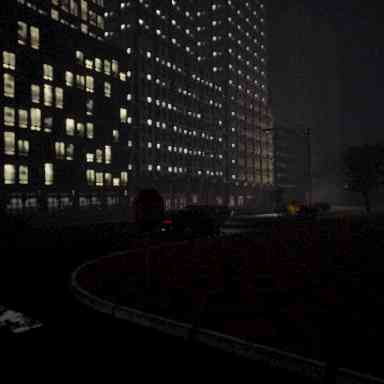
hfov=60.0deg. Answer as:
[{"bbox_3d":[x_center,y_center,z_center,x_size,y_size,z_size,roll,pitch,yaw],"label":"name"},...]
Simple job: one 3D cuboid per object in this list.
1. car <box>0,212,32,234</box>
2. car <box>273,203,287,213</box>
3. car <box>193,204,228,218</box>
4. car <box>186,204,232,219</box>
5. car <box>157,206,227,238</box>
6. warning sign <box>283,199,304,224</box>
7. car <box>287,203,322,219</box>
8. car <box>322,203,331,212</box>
[{"bbox_3d":[-12.481,1.884,19.818,2.033,1.411,5.357,-1,-2,36],"label":"car"},{"bbox_3d":[13.914,2.453,50.268,2.128,1.511,4.902,-1,-2,36],"label":"car"},{"bbox_3d":[2.304,2.217,40.042,1.882,1.535,5.008,-1,-2,36],"label":"car"},{"bbox_3d":[0.982,1.804,26.891,2.097,1.767,4.553,-1,-2,36],"label":"car"},{"bbox_3d":[-0.119,1.806,19.871,1.837,1.490,4.892,-1,-2,36],"label":"car"},{"bbox_3d":[8.103,1.538,26.449,1.300,1.860,1.060,0,0,36],"label":"warning sign"},{"bbox_3d":[12.685,2.157,37.397,1.837,1.490,4.892,-1,-1,36],"label":"car"},{"bbox_3d":[21.601,2.522,55.113,1.837,1.490,4.892,-1,-1,36],"label":"car"}]
